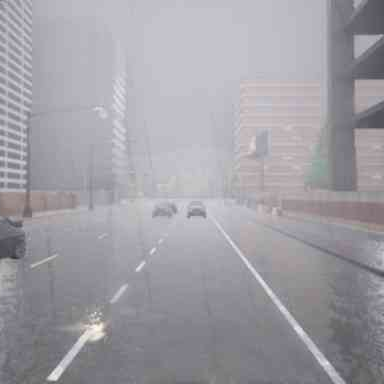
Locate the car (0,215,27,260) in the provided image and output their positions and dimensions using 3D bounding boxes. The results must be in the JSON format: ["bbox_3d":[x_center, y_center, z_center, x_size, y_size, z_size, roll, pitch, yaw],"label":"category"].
[{"bbox_3d":[-6.973,1.656,10.458,1.812,1.442,4.674,0,-1,1],"label":"car"}]

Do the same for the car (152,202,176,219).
[{"bbox_3d":[-3.016,1.969,34.807,1.812,1.442,4.674,0,-1,1],"label":"car"}]

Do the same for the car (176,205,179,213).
[{"bbox_3d":[-2.913,2.070,44.255,1.837,1.490,4.892,0,-1,1],"label":"car"}]

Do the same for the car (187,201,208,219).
[{"bbox_3d":[0.479,1.966,34.398,1.812,1.442,4.674,0,-1,1],"label":"car"}]

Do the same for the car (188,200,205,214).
[{"bbox_3d":[0.589,1.922,44.631,2.097,1.767,4.553,0,-1,1],"label":"car"}]
